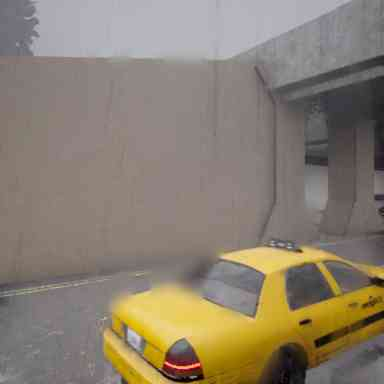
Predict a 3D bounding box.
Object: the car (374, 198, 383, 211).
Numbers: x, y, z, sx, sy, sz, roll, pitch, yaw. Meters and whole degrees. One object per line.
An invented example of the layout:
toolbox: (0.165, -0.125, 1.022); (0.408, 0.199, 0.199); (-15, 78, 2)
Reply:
car: (18.893, 1.506, 30.170); (4.892, 1.490, 1.837); (0, 0, -35)

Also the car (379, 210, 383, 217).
car: (11.293, 1.601, 16.045); (4.718, 1.301, 1.895); (0, 0, -35)

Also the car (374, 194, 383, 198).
car: (17.849, 1.223, 33.707); (5.566, 2.045, 2.150); (0, 0, -35)

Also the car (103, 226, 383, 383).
car: (1.505, 1.455, 4.815); (5.366, 1.575, 1.801); (0, 0, -35)
